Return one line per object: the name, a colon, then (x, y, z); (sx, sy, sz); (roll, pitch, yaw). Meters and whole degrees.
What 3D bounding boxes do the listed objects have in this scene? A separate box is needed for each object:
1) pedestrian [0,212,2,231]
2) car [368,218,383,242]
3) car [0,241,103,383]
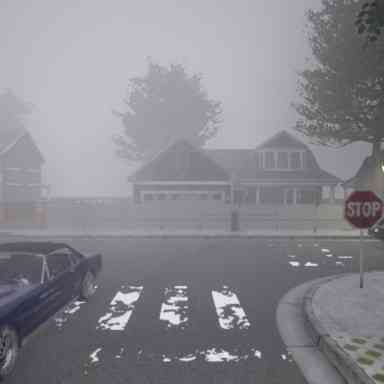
pedestrian: (-9.787, 1.341, 16.756); (0.375, 1.300, 0.375); (0, 0, -1)
car: (10.539, 1.251, 14.063); (5.566, 2.045, 2.150); (0, 1, 0)
car: (-3.073, 1.600, 5.539); (1.895, 1.301, 4.718); (0, 0, 2)
